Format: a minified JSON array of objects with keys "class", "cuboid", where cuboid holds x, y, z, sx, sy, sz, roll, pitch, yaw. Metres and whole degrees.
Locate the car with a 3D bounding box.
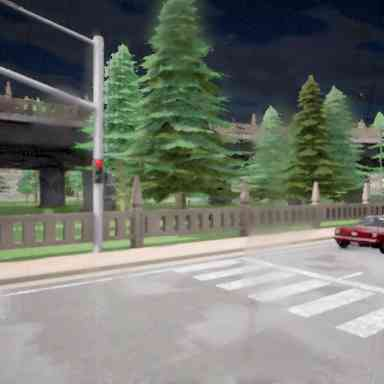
[{"class":"car","cuboid":[7.976,1.664,13.886,4.718,1.301,1.895,0,0,-35]}]
